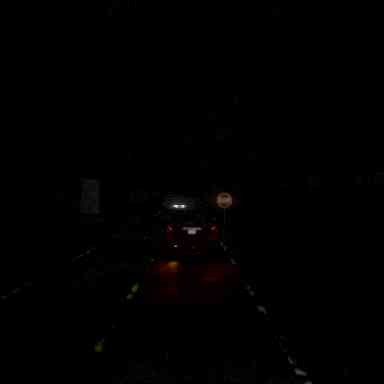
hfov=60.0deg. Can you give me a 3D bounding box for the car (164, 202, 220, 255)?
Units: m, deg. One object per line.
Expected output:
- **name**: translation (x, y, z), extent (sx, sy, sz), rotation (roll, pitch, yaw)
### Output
- **car**: translation (0.002, 1.485, 14.094), extent (2.097, 1.767, 4.553), rotation (0, -1, 0)

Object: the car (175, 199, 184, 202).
- **car**: translation (-2.749, 2.274, 73.571), extent (1.895, 1.301, 4.718), rotation (0, -1, 0)
